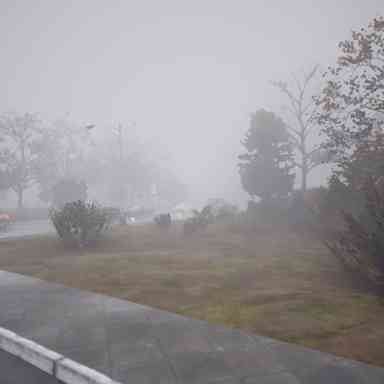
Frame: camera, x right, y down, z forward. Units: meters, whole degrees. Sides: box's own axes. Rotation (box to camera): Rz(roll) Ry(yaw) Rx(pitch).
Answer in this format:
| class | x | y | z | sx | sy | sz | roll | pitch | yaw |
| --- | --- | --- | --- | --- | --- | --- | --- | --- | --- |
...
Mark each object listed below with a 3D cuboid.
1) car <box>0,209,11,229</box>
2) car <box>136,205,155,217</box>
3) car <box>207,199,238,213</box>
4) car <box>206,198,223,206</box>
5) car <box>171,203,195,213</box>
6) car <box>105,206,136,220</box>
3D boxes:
| class | x | y | z | sx | sy | sz | roll | pitch | yaw |
| --- | --- | --- | --- | --- | --- | --- | --- | --- | --- |
| car | -16.886 | 2.161 | 26.052 | 2.097 | 1.767 | 4.553 | -3 | -2 | 33 |
| car | -6.604 | 2.391 | 42.069 | 1.812 | 1.442 | 4.674 | -3 | -2 | 32 |
| car | 4.674 | 2.161 | 46.558 | 2.033 | 1.411 | 5.357 | -3 | -2 | 32 |
| car | 4.188 | 2.025 | 52.398 | 2.150 | 2.045 | 5.566 | -3 | -2 | 32 |
| car | -1.310 | 2.453 | 50.485 | 1.812 | 1.442 | 4.674 | -3 | -2 | 33 |
| car | -8.127 | 2.174 | 32.765 | 1.837 | 1.490 | 4.892 | -3 | -2 | 32 |
